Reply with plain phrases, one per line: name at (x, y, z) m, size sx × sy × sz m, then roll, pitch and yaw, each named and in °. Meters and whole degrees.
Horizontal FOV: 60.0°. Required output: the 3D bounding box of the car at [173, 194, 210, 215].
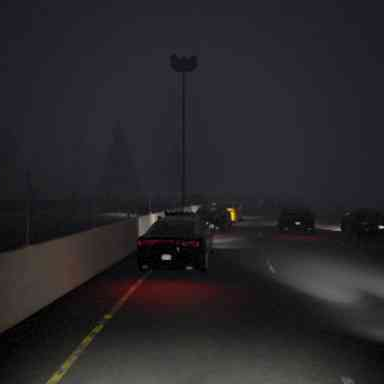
car at (0.067, 1.280, 36.357) m, size 2.150 × 2.045 × 5.566 m, roll 0°, pitch 0°, yaw 22°

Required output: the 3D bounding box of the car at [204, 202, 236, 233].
car at (1.307, 1.511, 20.278) m, size 1.882 × 1.535 × 5.008 m, roll 0°, pitch 0°, yaw 13°

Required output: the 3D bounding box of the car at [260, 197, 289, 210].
car at (10.509, 1.422, 42.593) m, size 2.097 × 1.767 × 4.553 m, roll 0°, pitch 0°, yaw 29°

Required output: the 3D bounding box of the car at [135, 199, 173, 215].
car at (-3.942, 1.535, 35.509) m, size 1.882 × 1.535 × 5.008 m, roll 0°, pitch 0°, yaw 20°

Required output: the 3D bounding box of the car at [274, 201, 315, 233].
car at (6.142, 1.511, 19.950) m, size 1.882 × 1.535 × 5.008 m, roll 0°, pitch 0°, yaw 13°

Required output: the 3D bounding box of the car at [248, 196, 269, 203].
car at (14.607, 1.634, 72.820) m, size 2.128 × 1.511 × 4.902 m, roll 0°, pitch 0°, yaw 42°

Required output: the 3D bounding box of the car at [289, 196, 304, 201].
car at (16.281, 1.439, 52.644) m, size 2.097 × 1.767 × 4.553 m, roll 0°, pitch 0°, yaw 36°

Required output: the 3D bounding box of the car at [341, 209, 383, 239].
car at (9.141, 1.593, 17.273) m, size 1.994 × 1.385 × 4.181 m, roll 0°, pitch 0°, yaw 12°

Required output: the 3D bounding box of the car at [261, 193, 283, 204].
car at (16.870, 1.335, 70.111) m, size 2.150 × 2.045 × 5.566 m, roll 0°, pitch 0°, yaw 42°

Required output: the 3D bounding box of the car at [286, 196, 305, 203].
car at (21.996, 1.570, 70.511) m, size 1.837 × 1.490 × 4.892 m, roll 0°, pitch 0°, yaw 42°

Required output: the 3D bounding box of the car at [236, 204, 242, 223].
car at (2.742, 1.520, 25.845) m, size 1.882 × 1.535 × 5.008 m, roll 0°, pitch 0°, yaw 16°

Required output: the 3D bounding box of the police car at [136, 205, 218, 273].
police car at (-0.330, 1.443, 10.950) m, size 1.930 × 1.638 × 5.238 m, roll 0°, pitch 0°, yaw 7°
